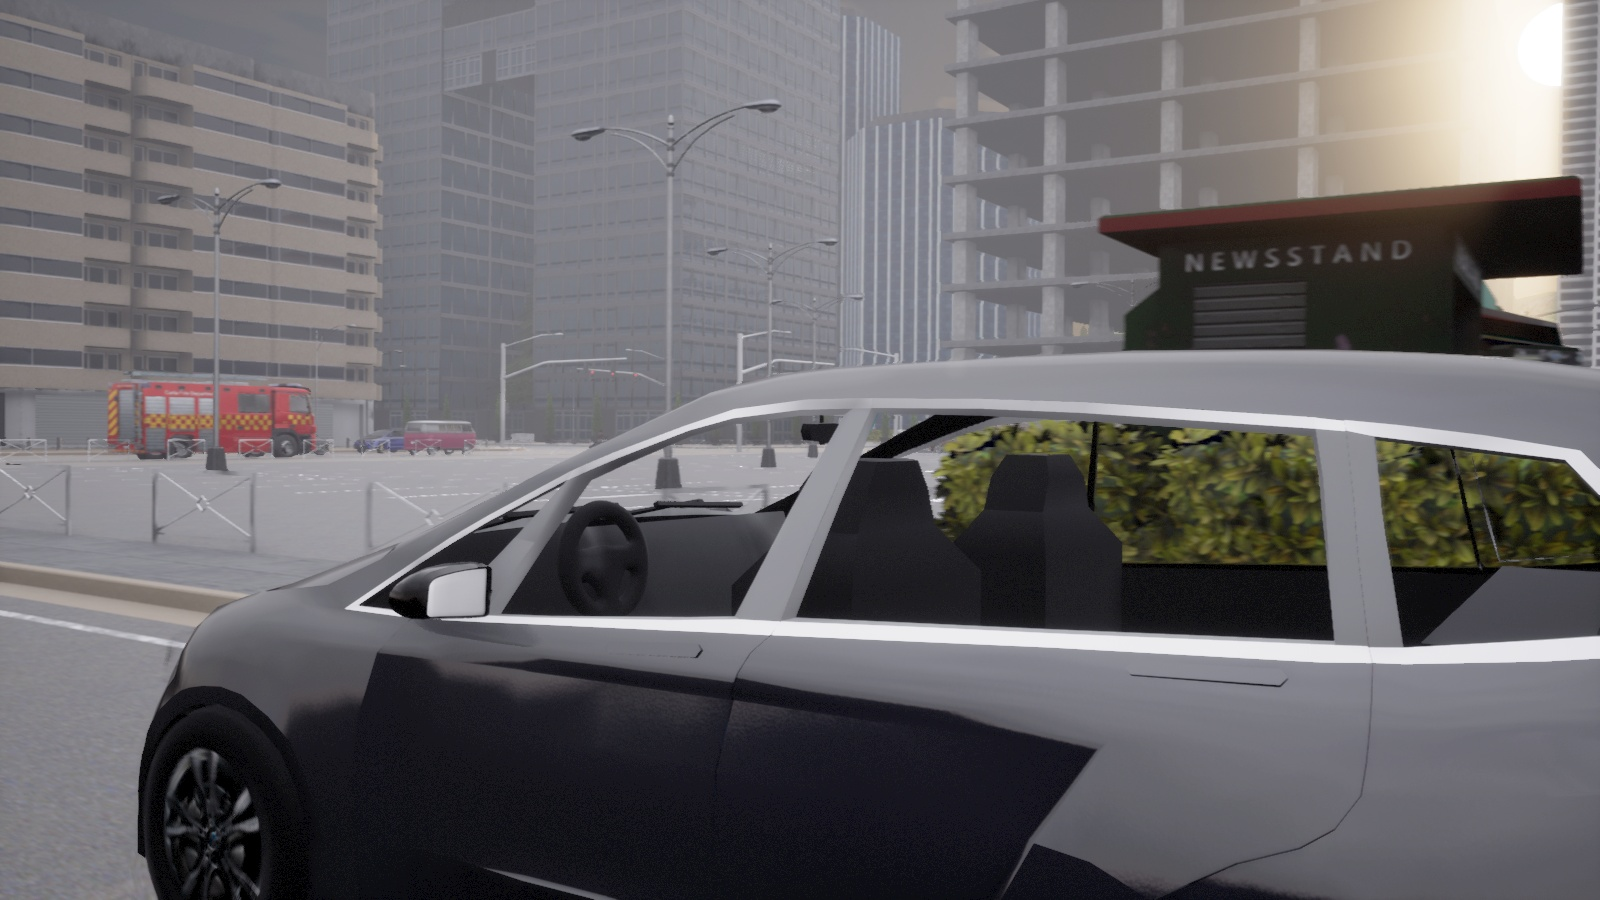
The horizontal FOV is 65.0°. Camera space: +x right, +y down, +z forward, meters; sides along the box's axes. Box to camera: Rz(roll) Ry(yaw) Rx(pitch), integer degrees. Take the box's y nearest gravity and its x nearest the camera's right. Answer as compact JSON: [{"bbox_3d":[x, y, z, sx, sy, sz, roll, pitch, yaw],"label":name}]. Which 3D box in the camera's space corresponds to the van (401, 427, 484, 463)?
[{"bbox_3d":[-20.374,-0.310,71.725,1.775,1.987,4.442,0,1,32],"label":"van"}]

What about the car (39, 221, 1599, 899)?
[{"bbox_3d":[0.258,0.526,3.449,4.611,1.667,2.242,0,1,34],"label":"car"}]

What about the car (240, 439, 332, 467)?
[{"bbox_3d":[-27.399,0.128,67.068,1.994,1.385,4.181,0,1,32],"label":"car"}]

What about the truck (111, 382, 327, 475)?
[{"bbox_3d":[-25.810,-0.968,56.314,2.891,3.827,8.468,0,1,33],"label":"truck"}]

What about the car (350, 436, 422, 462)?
[{"bbox_3d":[-25.222,-0.073,76.673,1.816,1.474,4.193,0,1,24],"label":"car"}]
